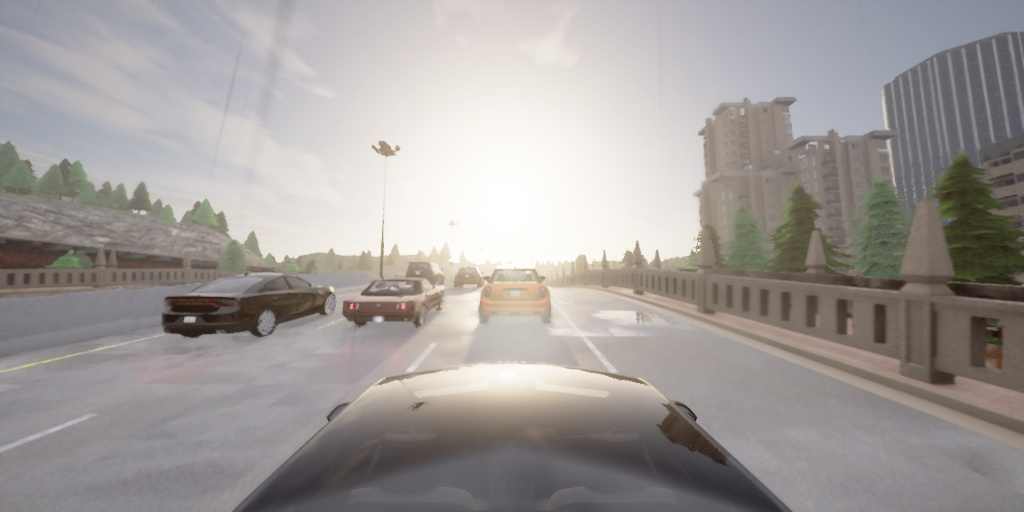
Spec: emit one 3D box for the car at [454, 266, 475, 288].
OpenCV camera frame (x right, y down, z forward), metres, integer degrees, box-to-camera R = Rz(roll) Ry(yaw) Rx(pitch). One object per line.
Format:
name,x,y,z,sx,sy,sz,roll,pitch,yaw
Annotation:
car,-3.421,1.696,29.483,2.097,1.767,4.553,0,-4,0

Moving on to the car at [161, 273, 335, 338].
car,-6.906,1.203,10.160,1.882,1.535,5.008,0,0,0

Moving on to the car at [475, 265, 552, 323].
car,0.092,1.078,12.174,2.097,1.767,4.553,0,0,0

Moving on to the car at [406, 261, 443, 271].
car,-6.921,1.530,28.969,2.150,2.045,5.566,0,-4,0

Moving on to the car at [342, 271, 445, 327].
car,-3.407,1.325,11.387,1.895,1.301,4.718,0,0,0
